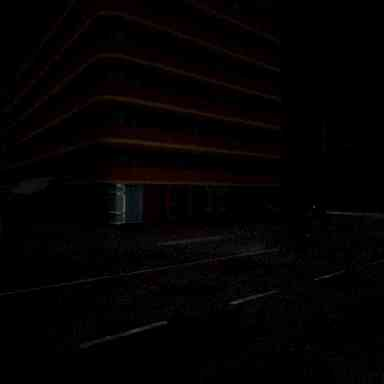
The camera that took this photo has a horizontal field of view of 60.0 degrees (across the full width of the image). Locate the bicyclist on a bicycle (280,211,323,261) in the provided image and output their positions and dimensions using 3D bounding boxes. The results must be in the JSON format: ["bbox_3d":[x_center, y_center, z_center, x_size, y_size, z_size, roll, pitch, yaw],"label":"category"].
[{"bbox_3d":[3.621,1.455,11.168,0.582,1.620,1.656,0,-2,-38],"label":"bicyclist on a bicycle"}]

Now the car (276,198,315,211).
[{"bbox_3d":[12.509,1.492,40.026,2.128,1.511,4.902,0,0,-38],"label":"car"}]
